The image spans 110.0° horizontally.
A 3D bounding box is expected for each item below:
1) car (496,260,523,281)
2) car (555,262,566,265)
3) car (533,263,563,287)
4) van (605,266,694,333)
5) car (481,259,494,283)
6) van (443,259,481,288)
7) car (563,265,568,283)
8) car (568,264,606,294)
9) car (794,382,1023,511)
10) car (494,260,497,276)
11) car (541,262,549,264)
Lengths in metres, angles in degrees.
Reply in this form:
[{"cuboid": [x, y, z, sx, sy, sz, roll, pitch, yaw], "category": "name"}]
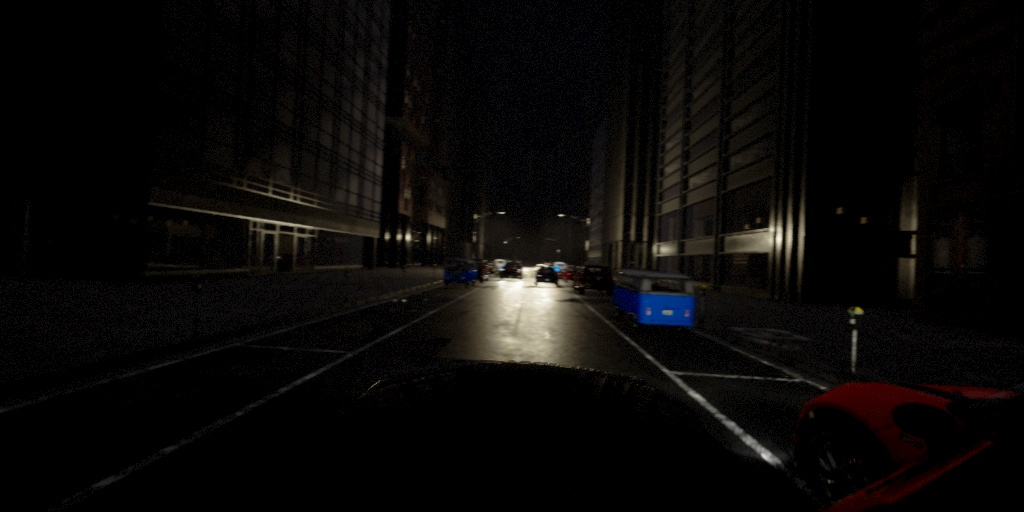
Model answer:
[{"cuboid": [0.013, 1.364, 34.709, 2.097, 1.767, 4.553, 3, 0, 4], "category": "car"}, {"cuboid": [6.088, 1.779, 39.962, 1.967, 1.591, 4.097, 0, 0, 3], "category": "car"}, {"cuboid": [2.797, 1.623, 29.110, 1.812, 1.442, 4.674, 3, 0, 4], "category": "car"}, {"cuboid": [4.470, 1.381, 11.965, 1.690, 1.789, 3.998, 0, 0, 3], "category": "van"}, {"cuboid": [-3.061, 1.141, 29.249, 2.192, 1.841, 5.009, 0, 0, 3], "category": "car"}, {"cuboid": [-3.385, 1.107, 23.649, 1.690, 1.789, 3.998, 0, 0, 3], "category": "van"}, {"cuboid": [5.765, 1.824, 34.363, 1.888, 1.381, 4.507, 0, 0, 3], "category": "car"}, {"cuboid": [5.117, 1.474, 23.164, 2.192, 1.841, 5.009, 0, 0, 3], "category": "car"}, {"cuboid": [3.522, 1.263, 1.325, 2.097, 1.767, 4.553, 3, 0, 3], "category": "car"}, {"cuboid": [-2.414, 1.497, 40.448, 2.007, 1.370, 4.403, 0, 0, 3], "category": "car"}, {"cuboid": [3.716, 1.793, 44.907, 1.812, 1.442, 4.674, 3, 0, 4], "category": "car"}]
